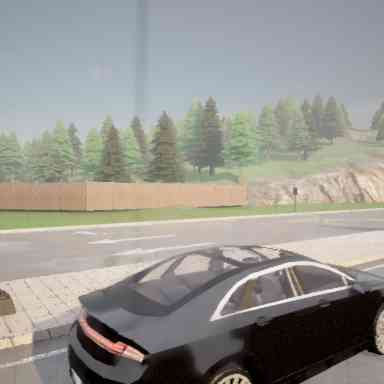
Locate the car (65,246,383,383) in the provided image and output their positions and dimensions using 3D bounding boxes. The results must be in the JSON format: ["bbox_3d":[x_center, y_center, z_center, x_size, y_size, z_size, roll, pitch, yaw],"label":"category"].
[{"bbox_3d":[0.937,1.490,4.419,4.902,1.511,2.128,0,0,-35],"label":"car"}]
